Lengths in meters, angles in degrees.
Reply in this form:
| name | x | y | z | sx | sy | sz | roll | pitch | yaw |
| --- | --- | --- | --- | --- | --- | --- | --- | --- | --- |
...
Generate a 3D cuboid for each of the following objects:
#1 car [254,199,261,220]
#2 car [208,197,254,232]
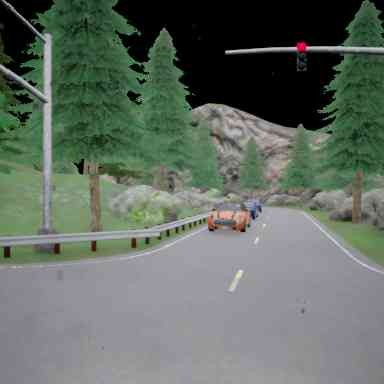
| name | x | y | z | sx | sy | sz | roll | pitch | yaw |
| --- | --- | --- | --- | --- | --- | --- | --- | --- | --- |
| car | 4.734 | 1.522 | 29.116 | 1.882 | 1.535 | 5.008 | 0 | 0 | 15 |
| car | 2.368 | 1.383 | 20.291 | 2.097 | 1.767 | 4.553 | 0 | 0 | 15 |
